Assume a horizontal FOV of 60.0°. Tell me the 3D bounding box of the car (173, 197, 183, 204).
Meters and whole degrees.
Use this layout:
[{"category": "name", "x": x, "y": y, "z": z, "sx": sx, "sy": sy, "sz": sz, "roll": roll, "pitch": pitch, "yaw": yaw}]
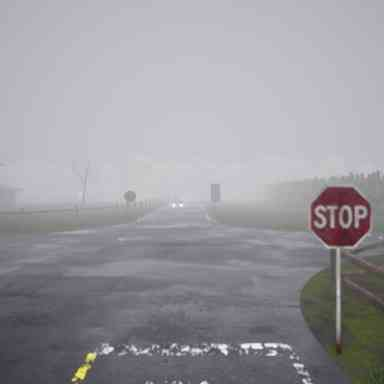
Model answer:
[{"category": "car", "x": -2.715, "y": 1.629, "z": 65.390, "sx": 1.895, "sy": 1.301, "sz": 4.718, "roll": 0, "pitch": 0, "yaw": 0}]
